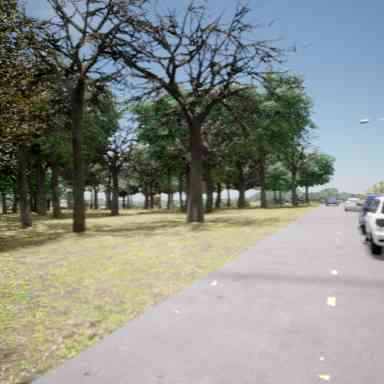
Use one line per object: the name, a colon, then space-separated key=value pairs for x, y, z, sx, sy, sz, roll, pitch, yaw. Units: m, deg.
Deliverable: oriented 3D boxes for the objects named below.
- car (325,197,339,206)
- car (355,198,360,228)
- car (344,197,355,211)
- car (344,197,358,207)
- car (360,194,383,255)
car: x=23.140 y=1.631 z=55.054 sx=1.812 sy=1.442 sz=4.674 roll=-2 pitch=-2 yaw=24
car: x=10.311 y=1.124 z=18.045 sx=2.150 sy=2.045 sz=5.566 roll=-2 pitch=-1 yaw=24
car: x=19.023 y=1.450 z=39.217 sx=1.812 sy=1.442 sz=4.674 roll=-2 pitch=-1 yaw=25
car: x=23.983 y=1.489 z=50.254 sx=1.837 sy=1.490 sz=4.892 roll=-2 pitch=-1 yaw=24
car: x=7.838 y=1.127 z=12.576 sx=2.150 sy=2.045 sz=5.566 roll=-2 pitch=-1 yaw=24
